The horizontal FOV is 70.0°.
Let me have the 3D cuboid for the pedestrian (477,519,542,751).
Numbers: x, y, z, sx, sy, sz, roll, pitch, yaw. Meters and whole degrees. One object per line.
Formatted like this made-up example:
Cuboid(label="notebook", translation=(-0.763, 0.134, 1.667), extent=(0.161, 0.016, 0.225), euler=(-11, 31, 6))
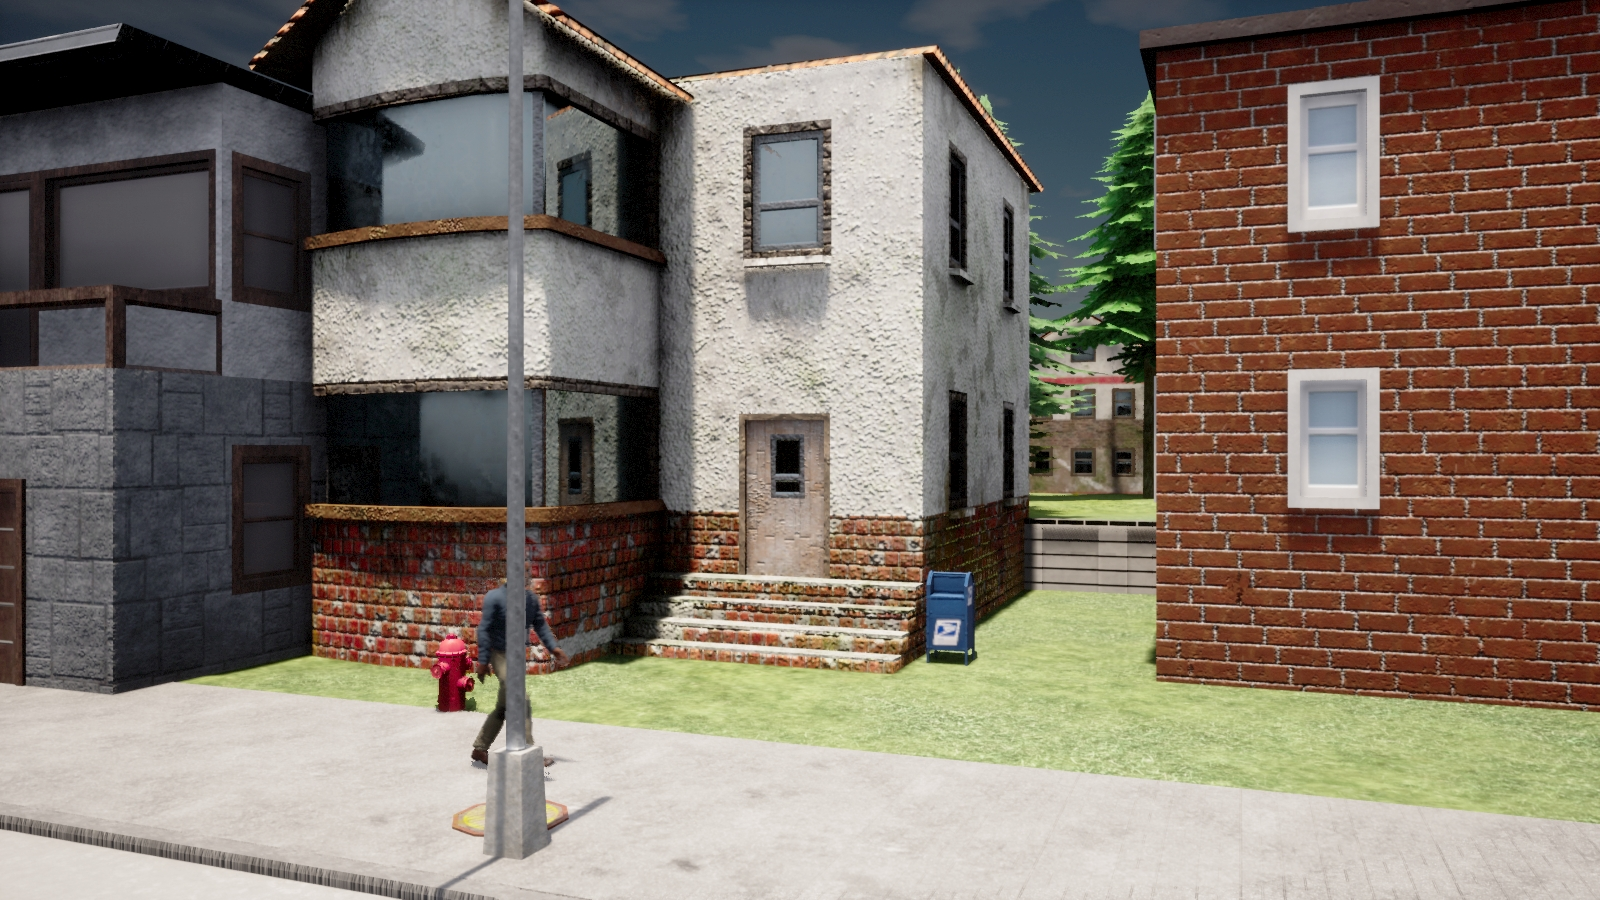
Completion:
Cuboid(label="pedestrian", translation=(-2.431, 1.524, 9.559), extent=(0.375, 1.860, 0.375), euler=(0, 0, 32))
